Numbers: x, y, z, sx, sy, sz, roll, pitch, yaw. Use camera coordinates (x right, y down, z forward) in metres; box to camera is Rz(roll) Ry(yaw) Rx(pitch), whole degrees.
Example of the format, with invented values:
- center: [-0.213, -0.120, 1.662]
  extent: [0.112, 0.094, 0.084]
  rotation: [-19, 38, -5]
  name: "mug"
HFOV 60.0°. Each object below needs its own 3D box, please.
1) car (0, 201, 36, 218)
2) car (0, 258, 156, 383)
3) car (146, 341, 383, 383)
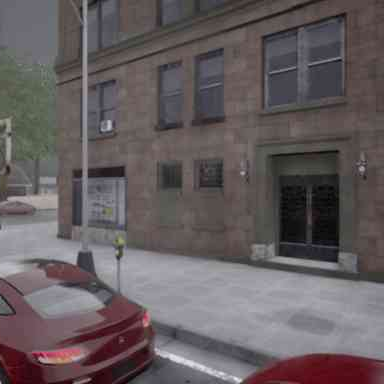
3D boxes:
- center: [-15.885, 1.454, 29.022]
  extent: [1.994, 1.385, 4.181]
  rotation: [0, 0, 35]
  name: "car"
- center: [-2.356, 1.580, 4.486]
  extent: [4.206, 1.307, 1.802]
  rotation: [0, 0, 35]
  name: "car"
- center: [2.142, 1.545, 1.290]
  extent: [4.507, 1.381, 1.887]
  rotation: [0, 0, 35]
  name: "car"
